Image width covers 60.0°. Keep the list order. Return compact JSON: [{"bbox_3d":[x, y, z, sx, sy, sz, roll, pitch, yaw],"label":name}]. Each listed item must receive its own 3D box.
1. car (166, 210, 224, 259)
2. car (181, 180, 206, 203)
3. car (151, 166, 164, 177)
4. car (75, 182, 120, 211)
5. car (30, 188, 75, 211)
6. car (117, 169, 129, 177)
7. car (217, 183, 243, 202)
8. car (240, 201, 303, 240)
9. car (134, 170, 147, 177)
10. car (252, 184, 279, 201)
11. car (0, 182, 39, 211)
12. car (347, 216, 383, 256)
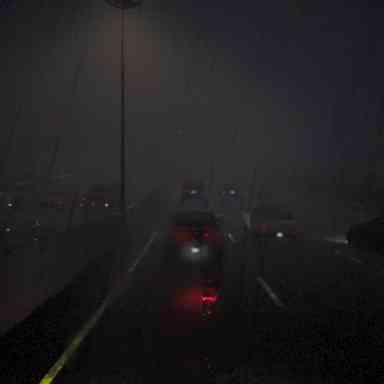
[{"bbox_3d":[0.106,1.406,12.254,1.837,1.490,4.892,0,2,0],"label":"car"},{"bbox_3d":[0.142,-0.177,31.352,2.150,2.045,5.566,0,6,0],"label":"car"},{"bbox_3d":[-6.902,-4.087,67.180,2.150,2.045,5.566,0,7,0],"label":"car"},{"bbox_3d":[-7.061,0.286,26.490,2.150,2.045,5.566,0,5,0],"label":"car"},{"bbox_3d":[-10.561,0.529,26.620,1.882,1.535,5.008,0,5,0],"label":"car"},{"bbox_3d":[-13.901,-3.809,67.179,1.837,1.490,4.892,0,6,0],"label":"car"},{"bbox_3d":[3.642,-0.131,32.149,2.097,1.767,4.553,0,6,0],"label":"car"},{"bbox_3d":[3.618,1.362,15.874,1.895,1.301,4.718,0,3,0],"label":"car"},{"bbox_3d":[-10.401,-3.709,67.156,1.895,1.301,4.718,0,6,0],"label":"car"},{"bbox_3d":[7.143,-0.022,32.464,2.128,1.511,4.902,0,6,0],"label":"car"},{"bbox_3d":[-14.062,0.282,26.517,2.150,2.045,5.566,0,5,0],"label":"car"},{"bbox_3d":[7.103,1.489,11.453,1.994,1.385,4.181,0,2,0],"label":"car"}]
